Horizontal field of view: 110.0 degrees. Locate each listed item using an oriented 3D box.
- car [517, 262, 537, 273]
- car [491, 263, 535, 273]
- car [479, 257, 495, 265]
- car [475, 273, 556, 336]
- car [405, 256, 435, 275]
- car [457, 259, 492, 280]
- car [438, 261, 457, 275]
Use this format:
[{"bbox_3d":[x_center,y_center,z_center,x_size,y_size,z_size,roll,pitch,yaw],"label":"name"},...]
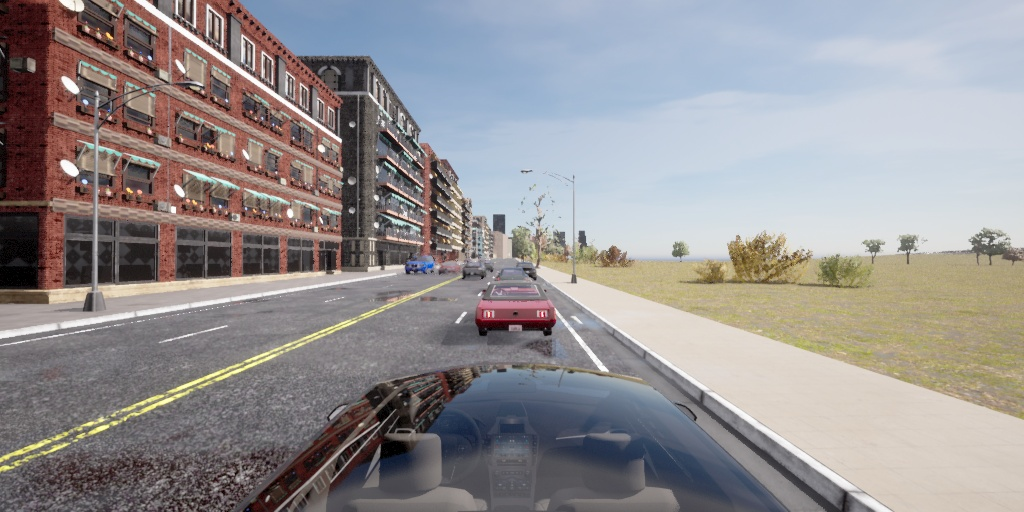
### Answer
[{"bbox_3d":[1.062,1.261,30.388,1.837,1.490,4.892,0,0,0],"label":"car"},{"bbox_3d":[0.042,1.318,20.395,1.994,1.385,4.181,0,0,0],"label":"car"},{"bbox_3d":[-3.264,1.247,45.150,2.128,1.511,4.902,0,0,0],"label":"car"},{"bbox_3d":[0.078,1.353,10.364,1.895,1.301,4.718,0,0,0],"label":"car"},{"bbox_3d":[-9.950,0.977,39.135,2.150,2.045,5.566,0,0,0],"label":"car"},{"bbox_3d":[-3.229,1.243,31.644,2.128,1.511,4.902,0,-1,0],"label":"car"},{"bbox_3d":[-6.700,1.281,38.765,1.812,1.442,4.674,0,0,0],"label":"car"}]
